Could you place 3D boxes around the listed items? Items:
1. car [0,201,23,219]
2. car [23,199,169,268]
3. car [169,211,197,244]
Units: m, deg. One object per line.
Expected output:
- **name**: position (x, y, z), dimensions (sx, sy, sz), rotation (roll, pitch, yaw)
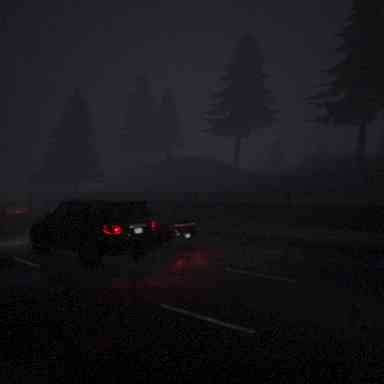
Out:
- **car**: position (-16.302, 1.510, 30.125), dimensions (1.882, 1.535, 5.008), rotation (0, 0, -39)
- **car**: position (-3.615, 1.249, 11.749), dimensions (5.566, 2.045, 2.150), rotation (0, 0, 41)
- **car**: position (-1.981, 1.539, 15.009), dimensions (4.902, 1.511, 2.128), rotation (0, 0, 42)
